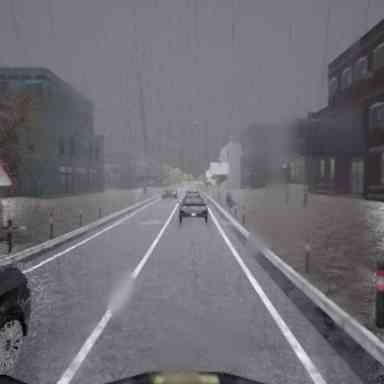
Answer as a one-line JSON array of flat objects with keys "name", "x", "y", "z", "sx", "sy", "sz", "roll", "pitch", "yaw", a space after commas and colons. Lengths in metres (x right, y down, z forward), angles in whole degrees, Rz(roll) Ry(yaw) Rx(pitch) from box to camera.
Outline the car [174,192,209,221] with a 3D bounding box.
[{"name": "car", "x": 0.092, "y": 1.049, "z": 22.443, "sx": 2.128, "sy": 1.511, "sz": 4.902, "roll": 0, "pitch": 2, "yaw": 0}]

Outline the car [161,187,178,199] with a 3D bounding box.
[{"name": "car", "x": -3.091, "y": 0.047, "z": 46.859, "sx": 2.097, "sy": 1.767, "sz": 4.553, "roll": 0, "pitch": 2, "yaw": 0}]

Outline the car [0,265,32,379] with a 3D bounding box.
[{"name": "car", "x": -3.095, "y": 1.474, "z": 2.617, "sx": 2.128, "sy": 1.511, "sz": 4.902, "roll": 0, "pitch": 0, "yaw": 0}]

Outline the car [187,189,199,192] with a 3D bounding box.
[{"name": "car", "x": 0.086, "y": 0.384, "z": 40.747, "sx": 2.128, "sy": 1.511, "sz": 4.902, "roll": 0, "pitch": 2, "yaw": 0}]
